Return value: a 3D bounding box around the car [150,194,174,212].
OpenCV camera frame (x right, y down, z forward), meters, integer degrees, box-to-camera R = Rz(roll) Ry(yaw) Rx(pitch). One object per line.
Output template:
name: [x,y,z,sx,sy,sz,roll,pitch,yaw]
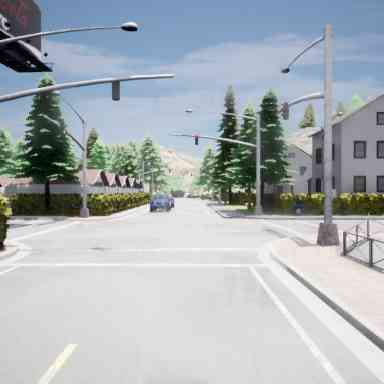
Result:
car: [-3.612,1.221,39.025,2.150,2.045,5.566,0,0,0]
